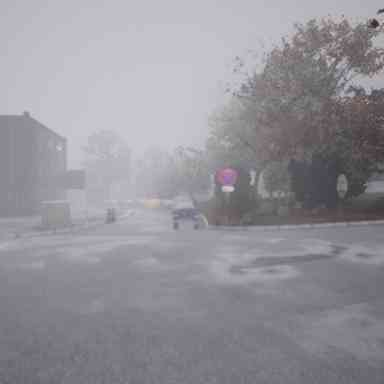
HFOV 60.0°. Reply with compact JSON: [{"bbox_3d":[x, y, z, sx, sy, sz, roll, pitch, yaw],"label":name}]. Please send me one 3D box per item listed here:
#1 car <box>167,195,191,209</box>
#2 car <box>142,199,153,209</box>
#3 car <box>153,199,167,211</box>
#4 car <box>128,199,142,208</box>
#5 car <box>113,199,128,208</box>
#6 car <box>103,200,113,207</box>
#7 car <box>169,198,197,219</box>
[{"bbox_3d":[-1.006,1.376,35.604,2.435,2.045,5.566,0,-1,-7],"label":"car"},{"bbox_3d":[-5.662,1.862,52.065,2.097,1.535,5.008,-1,-1,-27],"label":"car"},{"bbox_3d":[-3.458,1.787,46.765,2.231,1.521,4.892,0,0,-18],"label":"car"},{"bbox_3d":[-8.413,1.932,56.937,2.231,1.521,4.892,-1,-1,-35],"label":"car"},{"bbox_3d":[-11.931,2.064,61.393,2.097,1.535,5.008,-1,0,-41],"label":"car"},{"bbox_3d":[-15.757,2.246,65.829,4.892,1.521,2.231,-4,-2,42],"label":"car"},{"bbox_3d":[-0.647,1.562,29.618,2.097,1.535,5.008,0,-1,-1],"label":"car"}]
